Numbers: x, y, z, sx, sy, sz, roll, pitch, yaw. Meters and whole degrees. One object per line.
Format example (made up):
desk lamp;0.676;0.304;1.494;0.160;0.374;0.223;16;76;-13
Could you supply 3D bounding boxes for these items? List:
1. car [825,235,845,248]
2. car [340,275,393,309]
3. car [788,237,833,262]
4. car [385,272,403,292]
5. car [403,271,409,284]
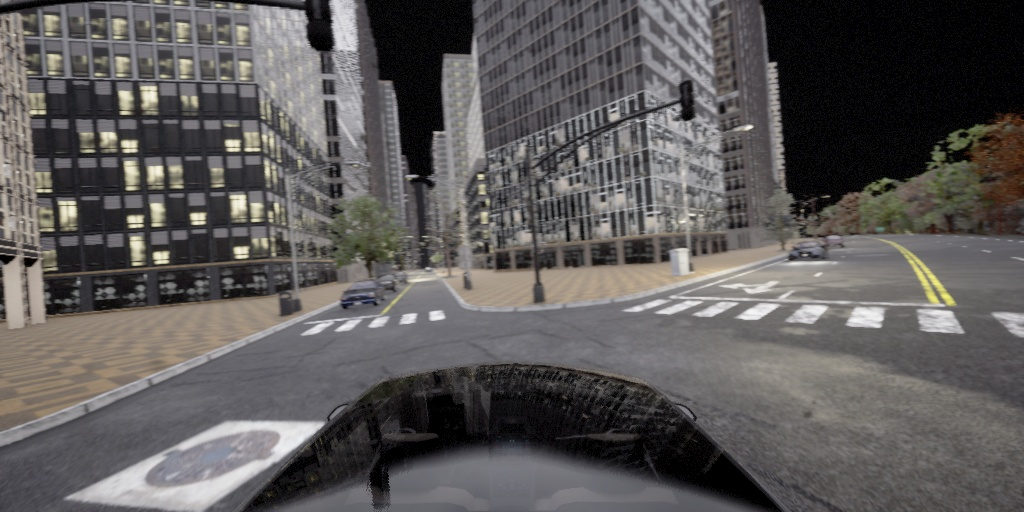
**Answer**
car;36.656;-1.627;41.008;1.812;1.442;4.674;-4;0;45
car;-8.589;2.135;21.120;2.033;1.411;5.357;-5;0;-13
car;21.504;-0.373;25.996;4.181;1.385;1.994;-5;0;-44
car;-10.804;2.343;30.937;1.837;1.490;4.892;-5;0;-13
car;-13.599;2.648;43.395;2.128;1.511;4.902;-5;0;-12
